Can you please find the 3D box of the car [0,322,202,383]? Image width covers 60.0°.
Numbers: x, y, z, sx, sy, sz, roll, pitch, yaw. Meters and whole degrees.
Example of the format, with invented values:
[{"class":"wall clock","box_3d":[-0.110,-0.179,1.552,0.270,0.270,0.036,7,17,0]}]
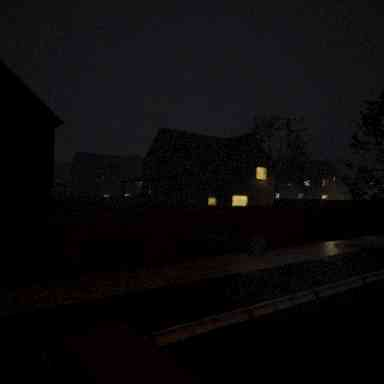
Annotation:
[{"class":"car","box_3d":[-2.092,1.596,1.579,4.718,1.301,1.895,0,0,-35]}]
